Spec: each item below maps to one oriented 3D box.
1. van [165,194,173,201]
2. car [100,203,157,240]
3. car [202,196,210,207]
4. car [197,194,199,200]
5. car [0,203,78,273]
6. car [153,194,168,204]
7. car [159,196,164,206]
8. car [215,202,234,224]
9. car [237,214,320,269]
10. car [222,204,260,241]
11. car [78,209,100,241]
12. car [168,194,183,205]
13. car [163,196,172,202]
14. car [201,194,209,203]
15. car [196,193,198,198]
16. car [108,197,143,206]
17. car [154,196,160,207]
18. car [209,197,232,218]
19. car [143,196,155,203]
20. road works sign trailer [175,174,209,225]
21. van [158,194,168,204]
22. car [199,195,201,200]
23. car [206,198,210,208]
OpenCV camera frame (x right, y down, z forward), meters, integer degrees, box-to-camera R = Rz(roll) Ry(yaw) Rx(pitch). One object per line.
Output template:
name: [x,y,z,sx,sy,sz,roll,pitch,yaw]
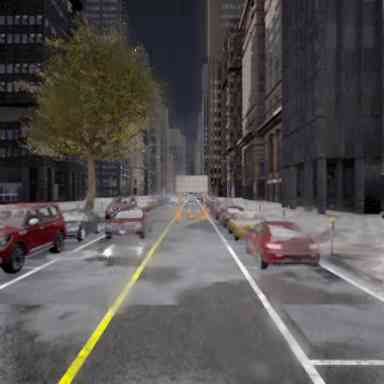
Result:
van: [-5.768,1.417,84.624,1.690,1.788,3.998,0,0,0]
car: [-3.101,1.534,17.153,1.812,1.442,4.674,0,0,0]
car: [2.759,1.582,44.890,2.008,1.369,4.403,0,0,0]
car: [2.758,1.606,73.279,1.887,1.381,4.507,0,0,0]
car: [-5.764,1.320,10.817,2.192,1.841,5.009,0,0,0]
car: [-5.767,1.357,56.237,2.192,1.841,5.009,0,0,0]
car: [-5.766,1.619,50.559,1.802,1.307,4.206,0,0,0]
car: [2.760,1.594,22.180,1.802,1.307,4.206,0,0,0]
car: [2.761,1.587,10.825,1.802,1.307,4.206,0,0,0]
car: [2.761,1.534,16.673,1.752,1.417,4.829,0,0,0]
car: [-5.764,1.559,16.495,2.008,1.369,4.403,0,0,0]
car: [-3.044,1.571,58.798,1.812,1.442,4.674,0,0,1]
car: [-5.767,1.651,78.946,1.802,1.307,4.206,0,0,0]
car: [2.759,1.477,50.568,1.967,1.590,4.097,0,0,0]
car: [2.757,1.524,90.311,1.967,1.590,4.097,0,0,0]
car: [-5.765,1.331,27.849,2.192,1.841,5.009,0,0,0]
car: [-5.766,1.613,44.882,1.802,1.307,4.206,0,0,0]
car: [2.760,1.456,27.858,1.967,1.590,4.097,0,0,0]
car: [-5.766,1.551,39.034,1.752,1.417,4.829,0,0,0]
road works sign trailer: [-0.001,0.477,23.914,2.380,3.560,2.880,0,0,0]
van: [-5.767,1.396,67.592,1.690,1.788,3.998,0,0,0]
car: [2.758,1.599,61.924,2.008,1.369,4.403,0,0,0]
car: [2.760,1.587,33.536,1.947,1.339,4.313,0,0,0]
